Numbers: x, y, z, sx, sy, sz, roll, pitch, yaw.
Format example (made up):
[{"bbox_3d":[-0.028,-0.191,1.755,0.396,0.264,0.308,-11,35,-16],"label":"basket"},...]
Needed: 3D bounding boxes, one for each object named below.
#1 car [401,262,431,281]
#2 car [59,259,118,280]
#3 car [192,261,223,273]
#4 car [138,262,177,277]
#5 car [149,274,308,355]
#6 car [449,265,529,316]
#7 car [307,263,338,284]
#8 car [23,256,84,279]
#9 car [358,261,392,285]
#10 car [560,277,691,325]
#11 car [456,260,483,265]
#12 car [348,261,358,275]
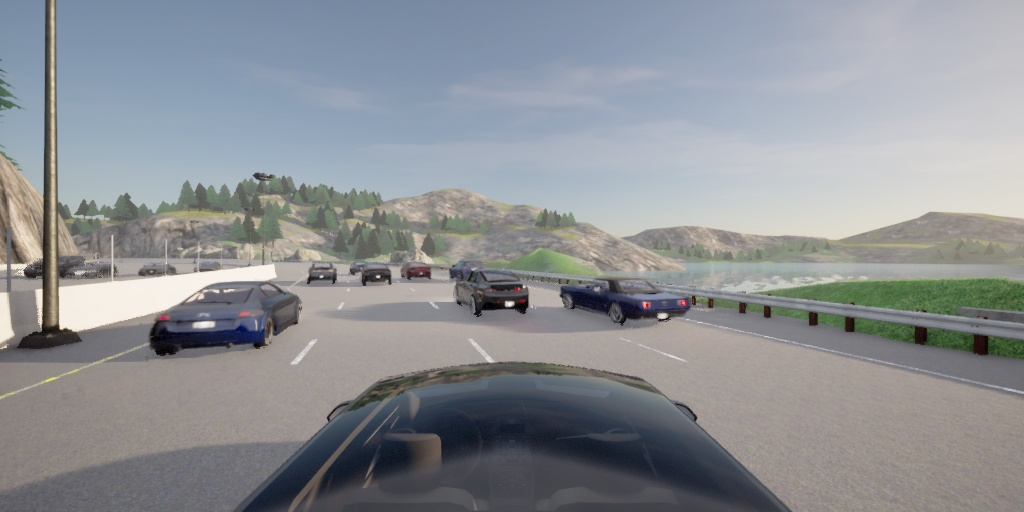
[{"bbox_3d":[-8.328,1.226,30.829,1.882,1.535,5.008,0,0,-26],"label":"car"},{"bbox_3d":[-36.494,1.242,31.261,2.128,1.511,4.902,0,0,-30],"label":"car"},{"bbox_3d":[-32.775,1.297,38.768,2.033,1.411,5.357,0,0,-31],"label":"car"},{"bbox_3d":[-34.771,1.314,35.261,1.994,1.385,4.181,0,0,-31],"label":"car"},{"bbox_3d":[-6.691,1.314,8.901,1.994,1.385,4.181,0,0,-19],"label":"car"},{"bbox_3d":[-0.912,1.254,13.535,1.837,1.490,4.892,0,0,-20],"label":"car"},{"bbox_3d":[-14.311,1.240,27.128,2.128,1.511,4.902,0,0,-26],"label":"car"},{"bbox_3d":[-41.381,0.972,32.710,2.150,2.045,5.566,0,0,-31],"label":"car"},{"bbox_3d":[-9.984,1.226,26.171,1.882,1.535,5.008,0,0,-25],"label":"car"},{"bbox_3d":[3.396,1.350,11.949,1.895,1.301,4.718,0,0,-19],"label":"car"},{"bbox_3d":[-3.673,1.101,29.169,2.097,1.767,4.553,0,0,-25],"label":"car"},{"bbox_3d":[-16.418,1.274,38.724,1.812,1.442,4.674,0,0,-29],"label":"car"}]
